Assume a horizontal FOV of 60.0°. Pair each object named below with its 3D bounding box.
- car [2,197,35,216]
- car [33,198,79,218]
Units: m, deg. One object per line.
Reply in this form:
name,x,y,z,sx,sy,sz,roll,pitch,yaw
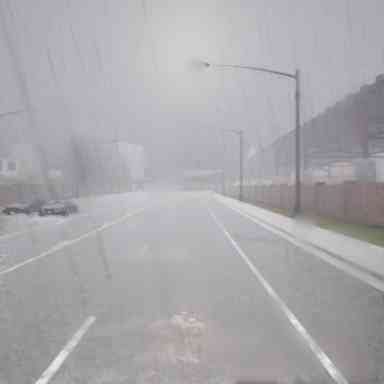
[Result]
car,-14.086,1.181,28.719,2.033,1.411,5.357,0,1,0
car,-10.588,1.240,26.653,1.994,1.385,4.181,0,1,0
